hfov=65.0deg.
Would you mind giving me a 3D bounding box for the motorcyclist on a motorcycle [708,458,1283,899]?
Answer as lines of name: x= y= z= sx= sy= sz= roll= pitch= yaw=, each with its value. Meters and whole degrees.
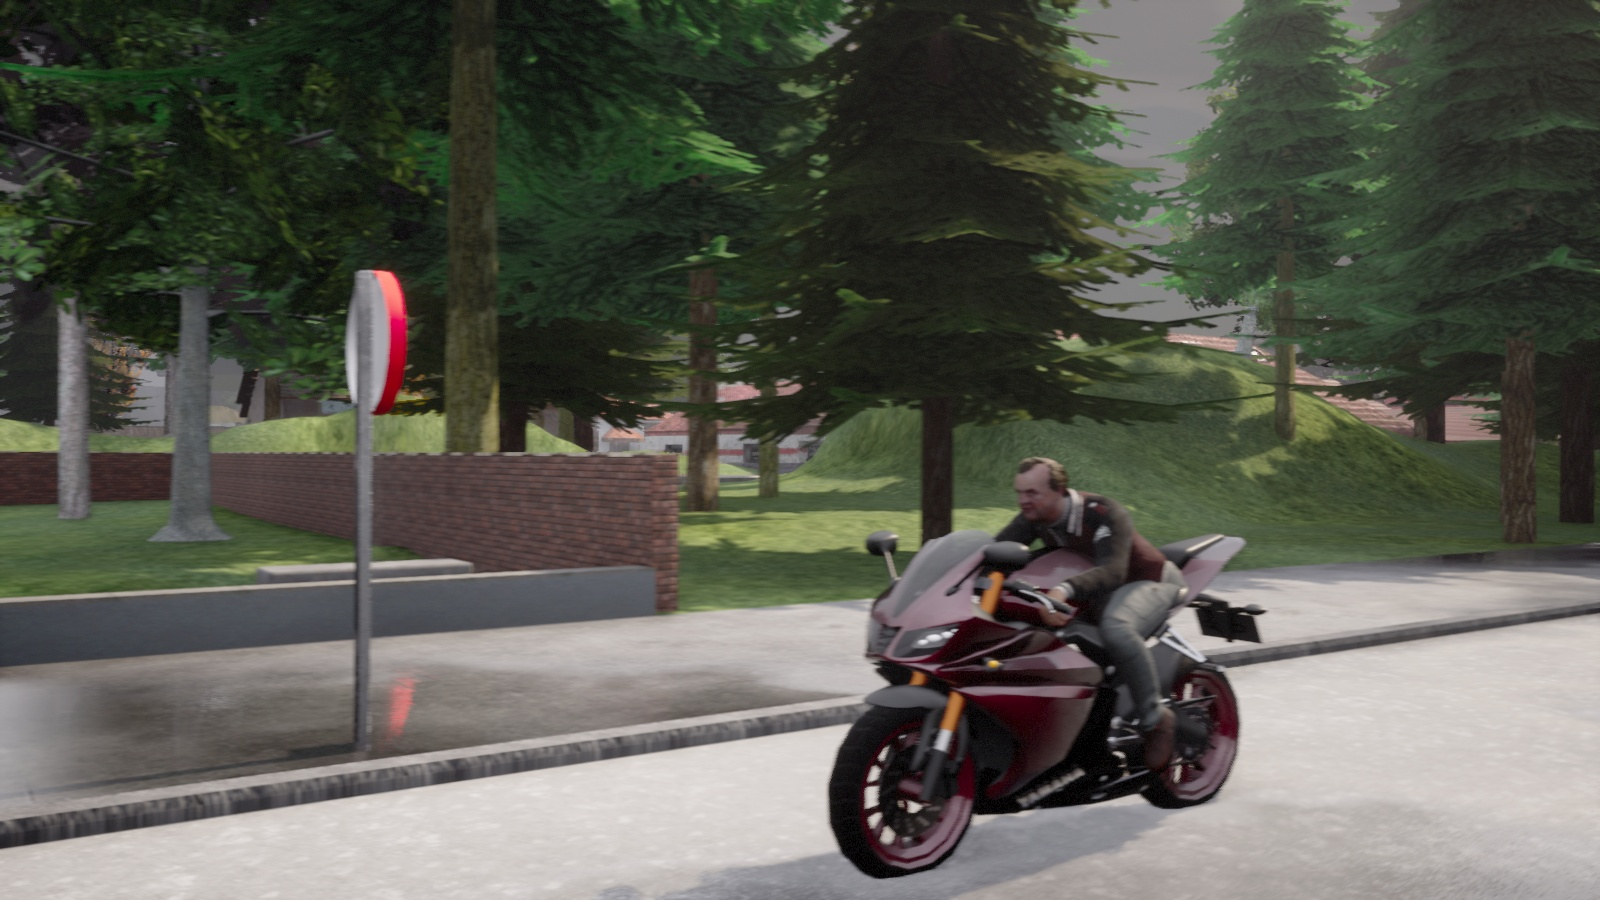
motorcyclist on a motorcycle: x=0.813 y=0.801 z=4.833 sx=2.191 sy=1.530 sz=0.866 roll=0 pitch=0 yaw=-35
